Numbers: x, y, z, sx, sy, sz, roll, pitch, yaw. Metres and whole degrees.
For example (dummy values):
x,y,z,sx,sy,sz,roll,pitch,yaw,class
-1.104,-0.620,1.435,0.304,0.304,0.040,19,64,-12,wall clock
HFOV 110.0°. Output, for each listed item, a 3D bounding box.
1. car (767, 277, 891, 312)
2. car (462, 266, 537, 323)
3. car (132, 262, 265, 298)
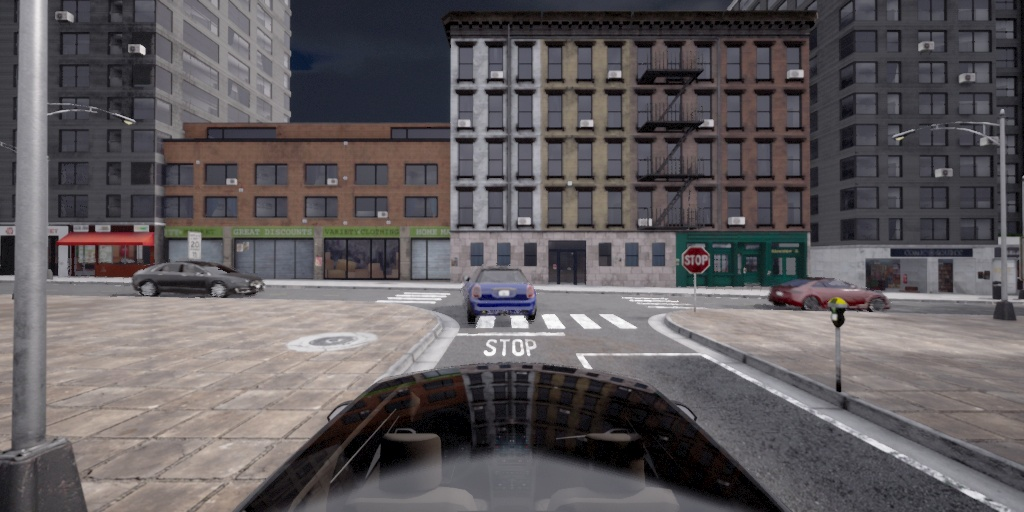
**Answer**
x,y,z,sx,sy,sz,roll,pitch,yaw,class
13.569,1.644,15.504,4.181,1.385,1.994,1,0,0,car
-0.592,1.105,12.470,2.097,1.767,4.553,1,0,-10,car
-13.448,1.014,15.537,4.892,1.490,1.837,1,0,0,car
